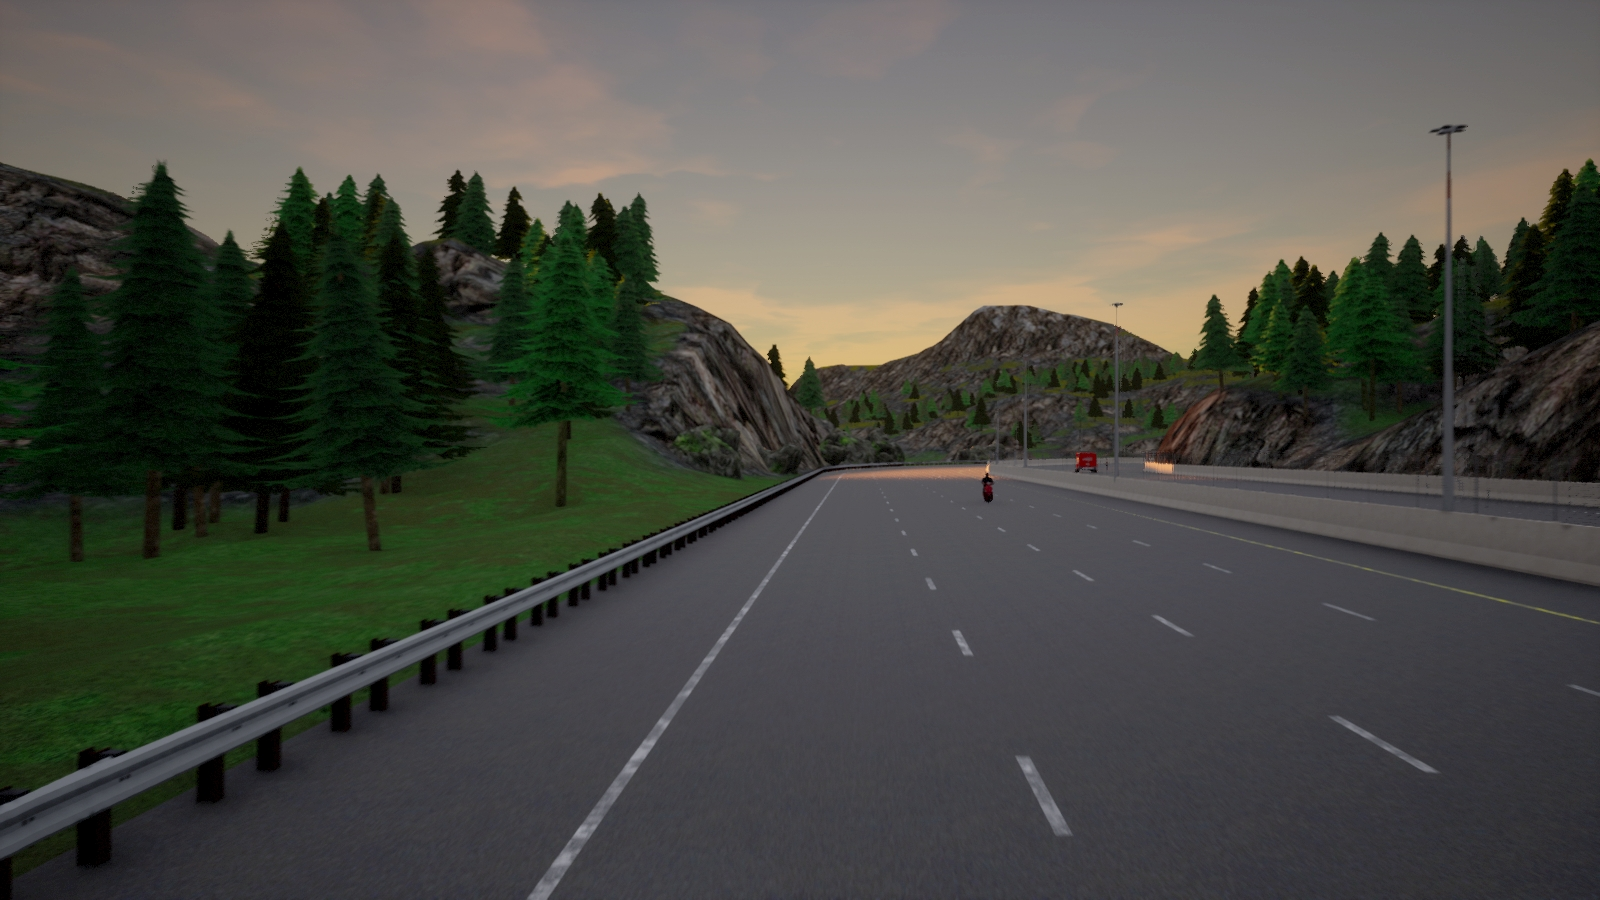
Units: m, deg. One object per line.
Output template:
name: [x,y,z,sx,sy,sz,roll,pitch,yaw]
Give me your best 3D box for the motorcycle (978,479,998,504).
motorcycle: [9.907,2.191,60.355,0.856,1.236,1.805,0,0,3]
